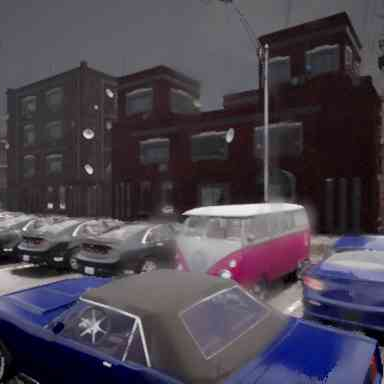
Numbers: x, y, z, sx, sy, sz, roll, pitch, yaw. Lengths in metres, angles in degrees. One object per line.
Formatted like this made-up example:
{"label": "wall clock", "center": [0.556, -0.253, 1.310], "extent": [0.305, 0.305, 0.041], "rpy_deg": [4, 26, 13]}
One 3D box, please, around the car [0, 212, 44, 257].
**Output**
{"label": "car", "center": [-5.449, 1.598, 12.836], "extent": [2.231, 1.521, 4.892], "rpy_deg": [-1, 0, 36]}

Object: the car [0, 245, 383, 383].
{"label": "car", "center": [-0.608, 1.625, 3.812], "extent": [4.718, 1.301, 1.895], "rpy_deg": [-1, 0, 36]}

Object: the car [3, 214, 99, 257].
{"label": "car", "center": [-3.205, 1.569, 11.235], "extent": [2.231, 1.521, 4.892], "rpy_deg": [-1, 0, 36]}

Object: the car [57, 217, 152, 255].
{"label": "car", "center": [-0.962, 1.541, 9.634], "extent": [2.231, 1.521, 4.892], "rpy_deg": [-1, 0, 36]}

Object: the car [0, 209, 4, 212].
{"label": "car", "center": [-7.693, 1.629, 14.438], "extent": [2.231, 1.521, 4.892], "rpy_deg": [-1, 0, 36]}

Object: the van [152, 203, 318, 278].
{"label": "van", "center": [1.317, 1.286, 7.871], "extent": [1.878, 1.987, 4.442], "rpy_deg": [-1, 0, 36]}
